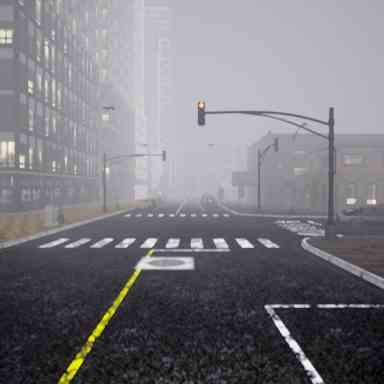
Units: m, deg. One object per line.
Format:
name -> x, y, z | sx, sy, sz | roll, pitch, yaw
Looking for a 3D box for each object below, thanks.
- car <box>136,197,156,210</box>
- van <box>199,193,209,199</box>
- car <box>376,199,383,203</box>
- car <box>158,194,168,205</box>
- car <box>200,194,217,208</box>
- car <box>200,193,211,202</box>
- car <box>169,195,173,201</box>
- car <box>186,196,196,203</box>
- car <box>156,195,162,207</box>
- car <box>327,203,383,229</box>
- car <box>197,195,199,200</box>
car -> -5.964, 1.505, 41.781 | 1.752, 1.417, 4.829 | -1, 0, 0
van -> 2.516, 1.317, 53.210 | 1.690, 1.788, 3.998 | -1, 0, 0
car -> 16.446, 1.409, 27.319 | 5.009, 1.841, 2.192 | 1, 0, 1
car -> -5.844, 1.539, 58.884 | 1.947, 1.339, 4.313 | -1, 0, 0
car -> 2.535, 1.418, 47.566 | 1.967, 1.590, 4.097 | -1, 0, 0
car -> 2.886, 1.195, 73.505 | 2.150, 2.045, 5.566 | 0, 0, 0
car -> -5.930, 1.489, 86.934 | 1.752, 1.417, 4.829 | -1, 0, 0
car -> -0.209, 1.493, 69.738 | 2.128, 1.511, 4.902 | 0, 0, 0
car -> -5.810, 1.544, 47.595 | 1.947, 1.339, 4.313 | -1, 0, 0
car -> 11.899, 1.685, 22.009 | 5.357, 1.411, 2.033 | 1, 1, 7
car -> 2.499, 1.288, 58.854 | 2.192, 1.841, 5.009 | -1, 0, 0
